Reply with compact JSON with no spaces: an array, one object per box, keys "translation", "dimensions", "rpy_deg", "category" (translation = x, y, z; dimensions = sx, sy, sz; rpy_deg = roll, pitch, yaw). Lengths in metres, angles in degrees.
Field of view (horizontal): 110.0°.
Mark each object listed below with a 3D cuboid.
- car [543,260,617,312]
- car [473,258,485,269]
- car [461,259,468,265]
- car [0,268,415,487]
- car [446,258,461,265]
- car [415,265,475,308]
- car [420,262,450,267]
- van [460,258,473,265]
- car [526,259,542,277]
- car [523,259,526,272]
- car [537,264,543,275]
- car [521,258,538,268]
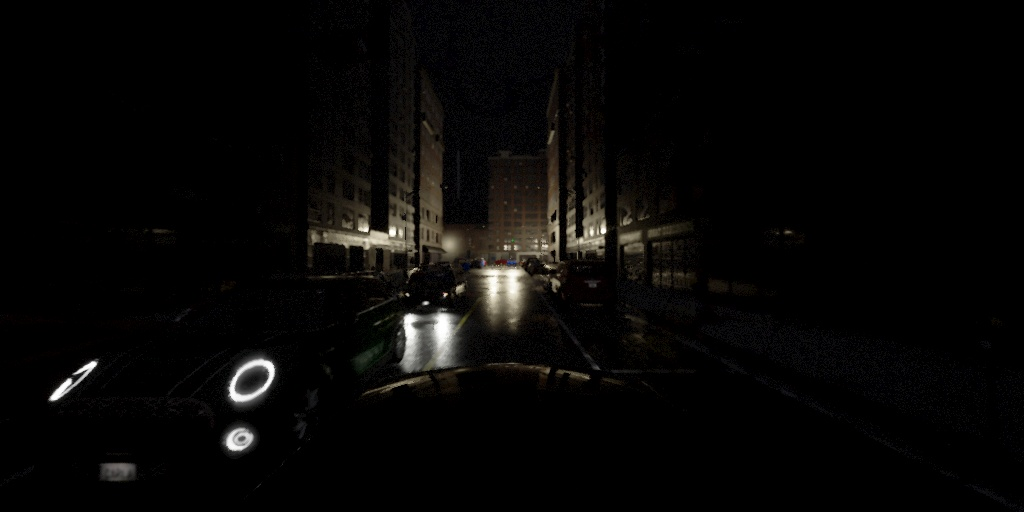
[{"translation":[2.664,1.065,14.290],"dimensions":[2.192,1.841,5.009],"rpy_deg":[0,0,0],"category":"car"},{"translation":[-5.880,1.406,58.146],"dimensions":[1.948,1.339,4.313],"rpy_deg":[0,0,0],"category":"car"},{"translation":[-5.870,1.303,36.048],"dimensions":[1.751,1.417,4.829],"rpy_deg":[0,0,0],"category":"car"},{"translation":[-3.092,1.103,5.061],"dimensions":[2.097,1.767,4.553],"rpy_deg":[0,0,0],"category":"car"},{"translation":[-5.868,1.208,30.738],"dimensions":[1.967,1.591,4.097],"rpy_deg":[0,0,0],"category":"car"},{"translation":[-3.059,1.300,15.461],"dimensions":[2.033,1.411,5.357],"rpy_deg":[0,0,1],"category":"car"},{"translation":[-5.866,1.305,25.255],"dimensions":[1.888,1.381,4.507],"rpy_deg":[0,0,0],"category":"car"},{"translation":[-5.873,1.131,41.701],"dimensions":[1.690,1.789,3.998],"rpy_deg":[0,0,0],"category":"van"},{"translation":[2.655,1.301,36.387],"dimensions":[1.751,1.417,4.829],"rpy_deg":[0,0,0],"category":"car"},{"translation":[2.653,1.339,41.701],"dimensions":[2.007,1.370,4.403],"rpy_deg":[0,0,0],"category":"car"},{"translation":[2.662,1.304,19.772],"dimensions":[2.007,1.370,4.403],"rpy_deg":[0,0,0],"category":"car"},{"translation":[2.650,1.118,47.182],"dimensions":[2.192,1.841,5.009],"rpy_deg":[0,0,0],"category":"car"}]
